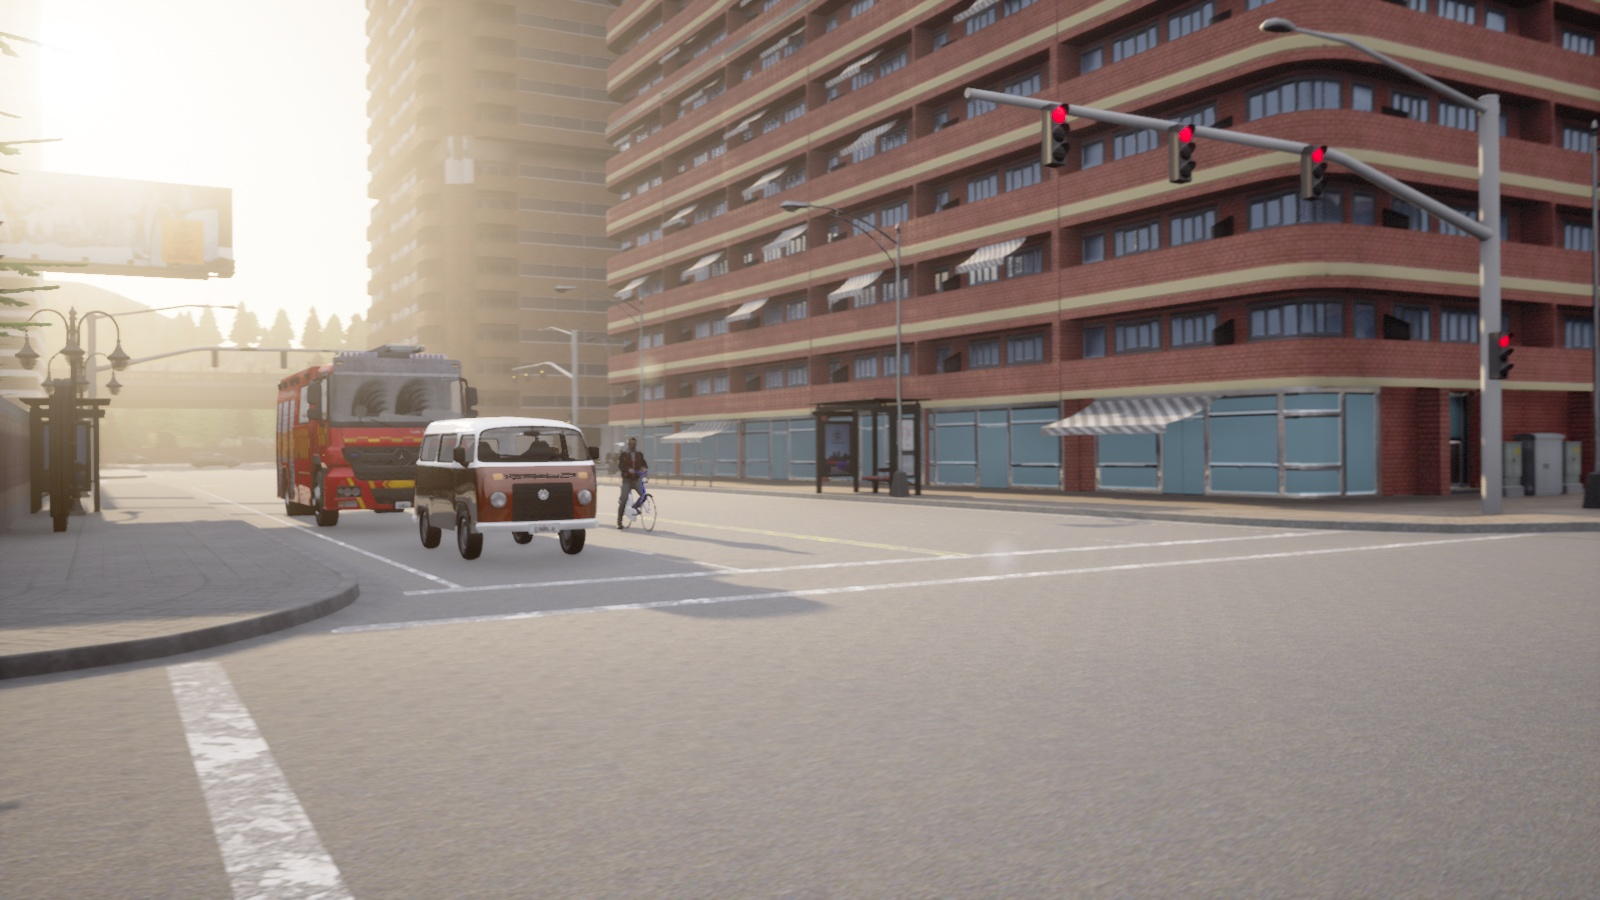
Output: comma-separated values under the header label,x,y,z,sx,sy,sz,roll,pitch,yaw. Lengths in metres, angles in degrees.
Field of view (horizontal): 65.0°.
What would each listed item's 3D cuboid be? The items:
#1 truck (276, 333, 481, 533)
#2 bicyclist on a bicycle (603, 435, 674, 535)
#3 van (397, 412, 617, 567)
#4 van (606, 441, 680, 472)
label,x,y,z,sx,sy,sz,roll,pitch,yaw
truck,-9.801,-0.320,28.456,2.891,3.827,8.468,-1,0,-29
bicyclist on a bicycle,-3.027,0.628,23.432,0.659,1.776,1.843,-1,0,-29
van,-4.543,0.517,18.922,2.069,2.038,4.480,-1,0,-29
van,-10.599,0.420,84.649,4.480,2.038,2.069,-1,0,-28
